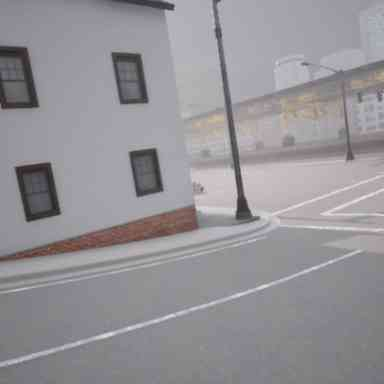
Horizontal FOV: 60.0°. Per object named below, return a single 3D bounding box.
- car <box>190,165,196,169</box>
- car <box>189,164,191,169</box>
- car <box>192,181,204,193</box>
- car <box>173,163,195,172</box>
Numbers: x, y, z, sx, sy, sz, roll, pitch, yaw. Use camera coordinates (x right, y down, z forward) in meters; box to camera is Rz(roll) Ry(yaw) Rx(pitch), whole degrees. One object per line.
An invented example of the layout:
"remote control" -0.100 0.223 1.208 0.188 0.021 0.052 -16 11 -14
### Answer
"car" 1.635 -6.510 81.437 2.038 1.542 4.974 -10 6 -6
"car" -2.059 -6.528 85.350 4.536 1.218 1.853 -7 7 19
"car" -0.785 -0.502 32.264 1.812 1.442 4.674 -13 8 -34
"car" -2.084 -6.367 85.384 4.974 1.542 2.038 -7 7 19
